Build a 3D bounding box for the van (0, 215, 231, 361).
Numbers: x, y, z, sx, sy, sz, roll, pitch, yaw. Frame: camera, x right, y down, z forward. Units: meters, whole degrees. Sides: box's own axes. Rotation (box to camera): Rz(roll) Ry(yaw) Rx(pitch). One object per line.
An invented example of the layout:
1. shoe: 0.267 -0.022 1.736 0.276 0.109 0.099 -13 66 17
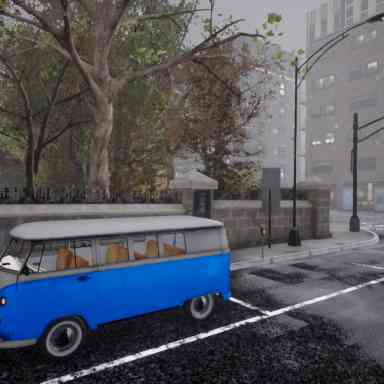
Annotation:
1. van: -1.188 1.342 5.642 3.998 1.788 1.690 0 1 -35
